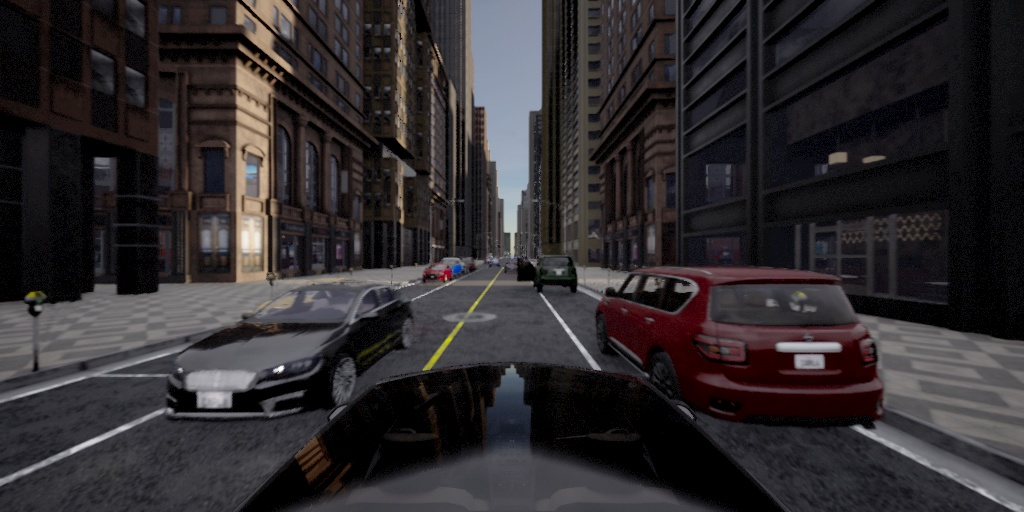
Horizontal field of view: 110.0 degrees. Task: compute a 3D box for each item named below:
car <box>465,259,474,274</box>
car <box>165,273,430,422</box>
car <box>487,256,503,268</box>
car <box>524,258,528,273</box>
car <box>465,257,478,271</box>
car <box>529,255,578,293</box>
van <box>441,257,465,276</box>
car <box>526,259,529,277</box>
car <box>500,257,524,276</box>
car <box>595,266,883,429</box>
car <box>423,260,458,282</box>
[{"bbox_3d":[-5.753,1.276,39.421,2.007,1.370,4.403,0,0,0],"label":"car"},{"bbox_3d":[-3.099,1.237,6.188,2.128,1.511,4.902,0,0,0],"label":"car"},{"bbox_3d":[-2.977,1.241,62.075,1.812,1.442,4.674,0,0,-1],"label":"car"},{"bbox_3d":[2.775,1.302,50.669,1.802,1.307,4.207,0,0,0],"label":"car"},{"bbox_3d":[-5.752,1.037,45.040,2.192,1.841,5.009,0,0,0],"label":"car"},{"bbox_3d":[2.399,0.956,20.971,2.150,2.045,5.566,0,0,0],"label":"car"},{"bbox_3d":[-5.755,1.069,33.803,1.690,1.789,3.998,0,0,0],"label":"van"},{"bbox_3d":[2.772,1.251,39.601,1.751,1.417,4.829,0,0,0],"label":"car"},{"bbox_3d":[0.034,1.216,42.664,2.128,1.511,4.902,0,0,1],"label":"car"},{"bbox_3d":[2.763,1.061,5.719,2.192,1.841,5.009,0,0,0],"label":"car"},{"bbox_3d":[-5.756,1.276,28.184,1.888,1.381,4.507,0,0,0],"label":"car"}]
